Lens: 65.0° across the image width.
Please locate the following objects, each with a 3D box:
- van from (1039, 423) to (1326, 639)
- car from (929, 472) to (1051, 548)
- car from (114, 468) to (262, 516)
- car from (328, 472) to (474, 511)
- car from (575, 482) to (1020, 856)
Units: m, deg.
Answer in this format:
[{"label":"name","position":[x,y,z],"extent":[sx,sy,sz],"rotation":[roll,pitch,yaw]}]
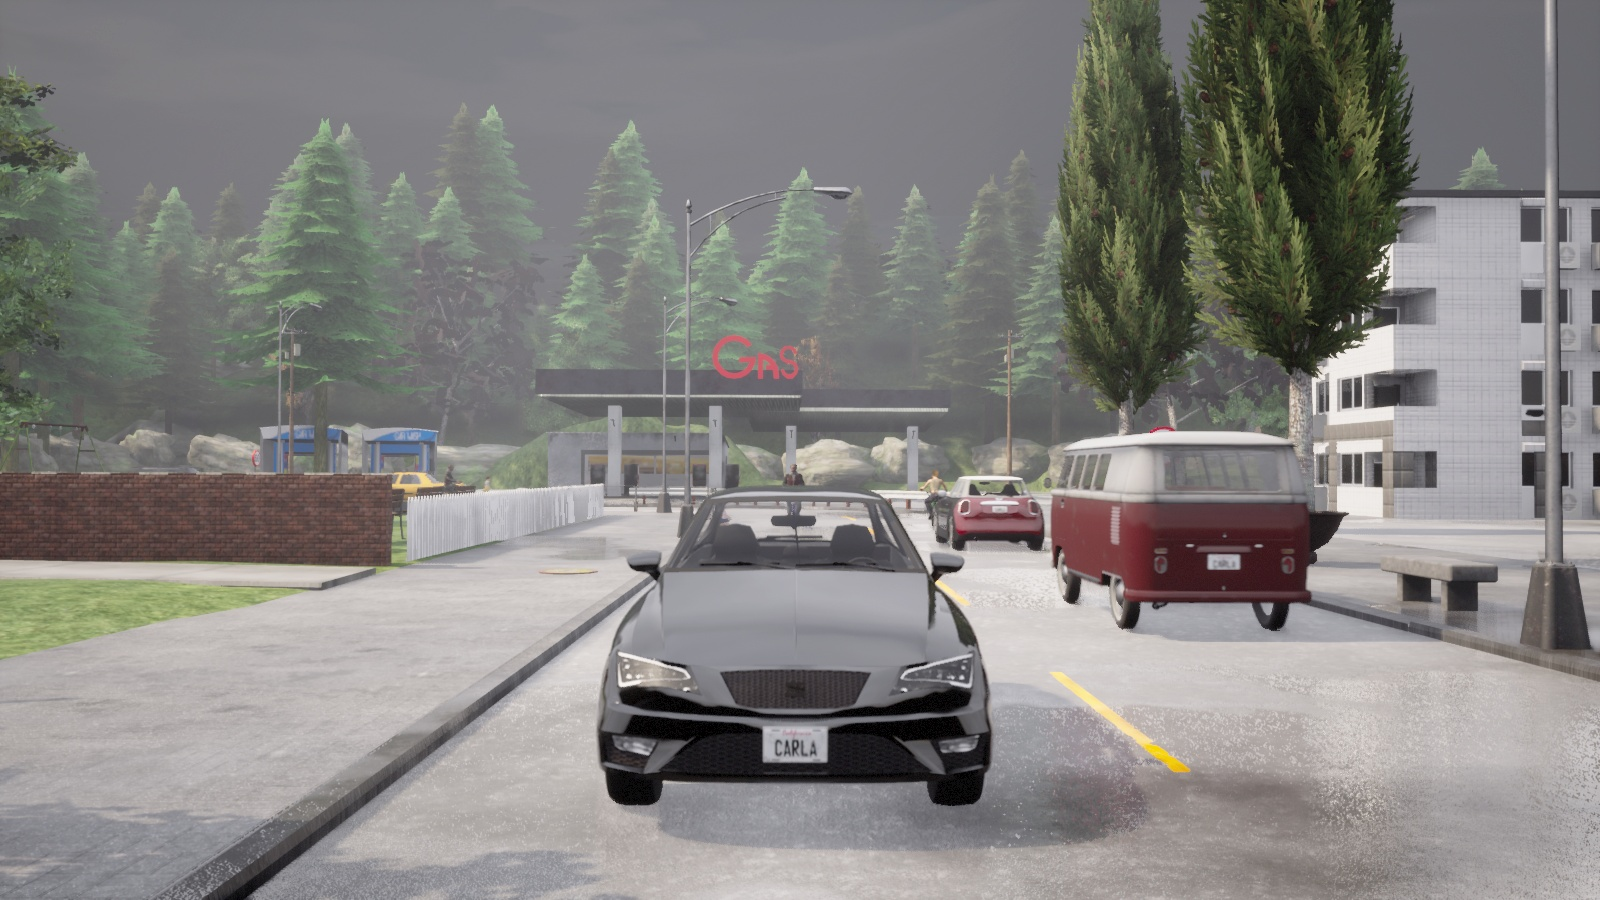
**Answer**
[{"label":"van","position":[3.961,0.783,13.826],"extent":[1.775,1.987,4.442],"rotation":[0,-1,0]},{"label":"car","position":[3.924,1.208,26.506],"extent":[1.970,1.475,3.806],"rotation":[0,-1,0]},{"label":"car","position":[-22.960,1.556,47.242],"extent":[4.553,1.767,2.097],"rotation":[0,-1,0]},{"label":"car","position":[-16.236,1.678,51.291],"extent":[5.366,1.575,1.801],"rotation":[0,-1,-1]},{"label":"car","position":[-0.019,0.950,7.242],"extent":[1.816,1.474,4.193],"rotation":[0,-1,0]}]
